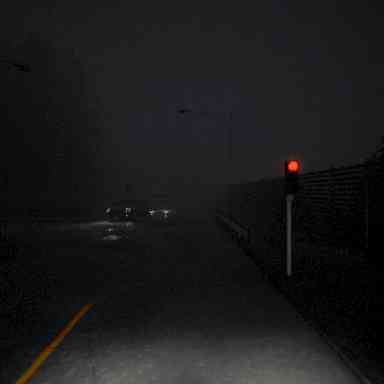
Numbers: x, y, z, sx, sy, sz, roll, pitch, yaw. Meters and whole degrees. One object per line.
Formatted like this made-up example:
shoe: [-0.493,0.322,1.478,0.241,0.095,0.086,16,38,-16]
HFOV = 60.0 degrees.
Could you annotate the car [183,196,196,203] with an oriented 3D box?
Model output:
car: [-0.290,1.503,67.445,1.837,1.490,4.892,0,0,-4]

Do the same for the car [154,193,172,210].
car: [-4.229,1.220,44.350,2.150,2.045,5.566,0,0,0]

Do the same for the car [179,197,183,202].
car: [-4.295,1.540,77.394,5.357,1.411,2.033,0,0,40]

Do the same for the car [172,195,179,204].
car: [-4.229,1.351,64.376,2.097,1.767,4.553,0,0,0]

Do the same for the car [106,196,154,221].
car: [-5.134,1.352,27.054,2.097,1.767,4.553,0,0,14]
